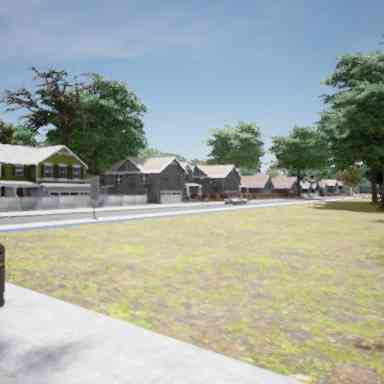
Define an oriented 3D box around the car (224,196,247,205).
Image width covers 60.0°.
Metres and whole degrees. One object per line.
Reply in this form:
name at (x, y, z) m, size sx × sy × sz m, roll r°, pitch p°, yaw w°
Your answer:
car at (6.785, 1.330, 51.989) m, size 1.895 × 1.301 × 4.718 m, roll 1°, pitch 0°, yaw 35°
